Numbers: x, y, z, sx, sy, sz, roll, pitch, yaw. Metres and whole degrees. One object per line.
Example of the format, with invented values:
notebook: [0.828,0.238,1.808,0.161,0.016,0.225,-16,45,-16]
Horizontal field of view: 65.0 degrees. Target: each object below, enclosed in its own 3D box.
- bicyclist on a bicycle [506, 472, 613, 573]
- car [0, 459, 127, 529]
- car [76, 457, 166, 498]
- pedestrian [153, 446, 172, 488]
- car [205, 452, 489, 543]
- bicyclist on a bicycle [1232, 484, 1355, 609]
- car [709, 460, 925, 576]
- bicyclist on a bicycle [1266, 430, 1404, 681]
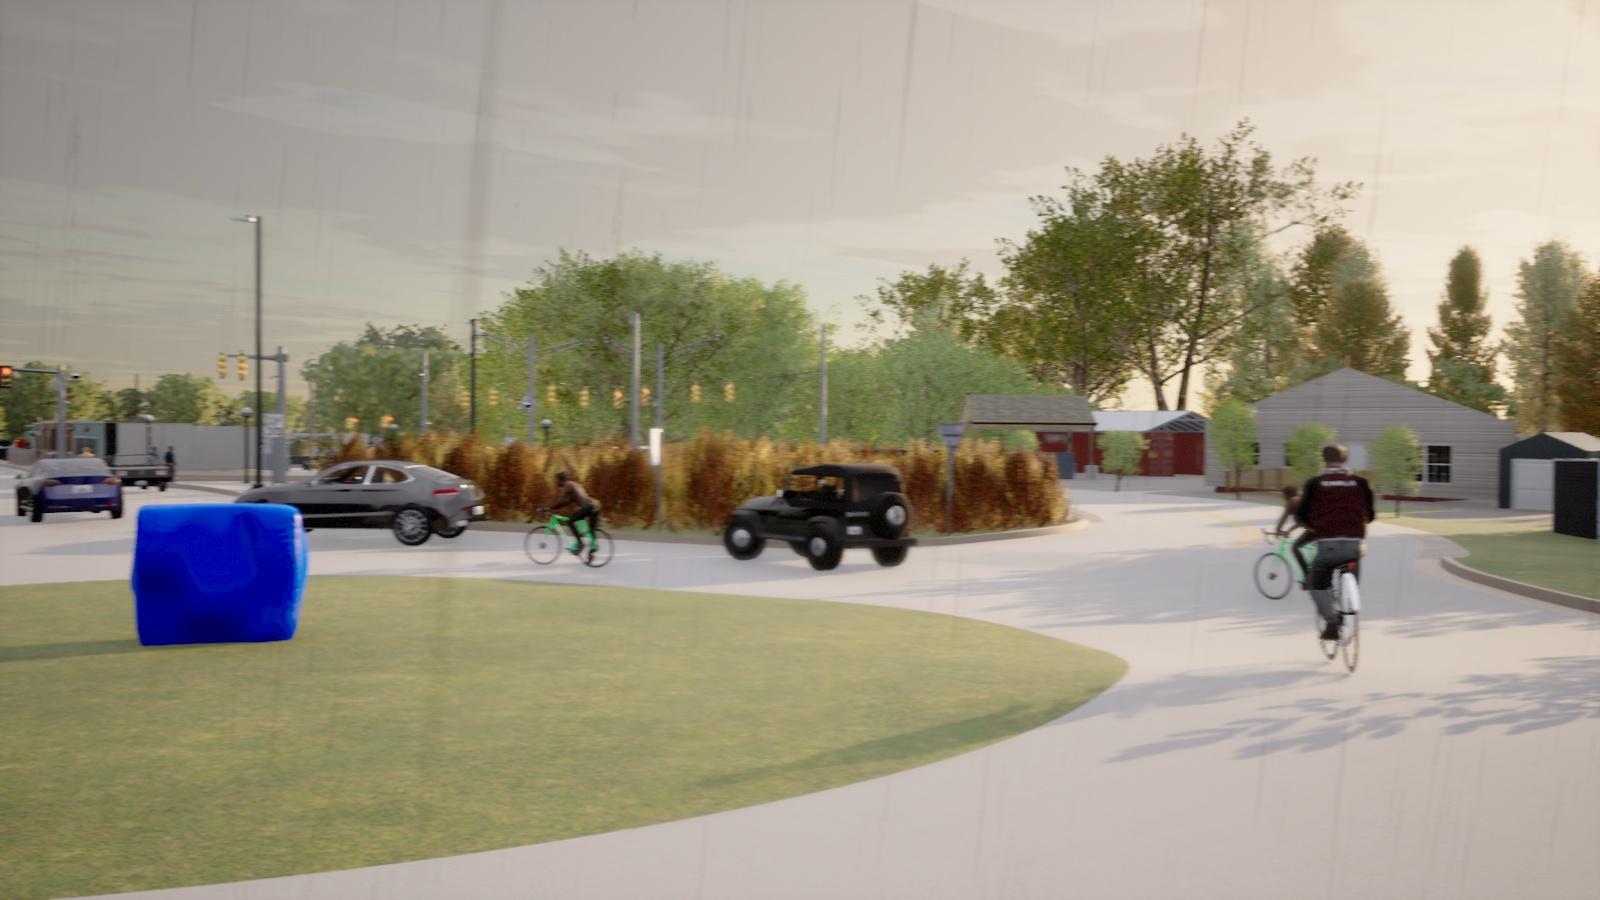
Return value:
bicyclist on a bicycle: [-4.104,1.218,21.434,1.656,1.620,0.582,1,0,14]
car: [-18.237,1.011,30.900,2.163,1.488,4.792,-2,1,-37]
car: [-23.372,0.899,43.145,1.895,1.301,4.718,-1,1,-38]
pedestrian: [-28.488,0.746,56.131,0.370,1.835,0.726,1,1,14]
car: [-9.191,0.917,25.734,5.027,1.651,2.152,1,1,6]
bicyclist on a bicycle: [6.745,1.286,17.253,0.582,1.620,1.656,1,-1,-23]
car: [0.232,1.166,23.189,1.905,1.878,3.866,1,0,-40]
bicyclist on a bicycle: [4.161,0.825,9.905,0.659,1.776,1.843,-2,-5,14]
